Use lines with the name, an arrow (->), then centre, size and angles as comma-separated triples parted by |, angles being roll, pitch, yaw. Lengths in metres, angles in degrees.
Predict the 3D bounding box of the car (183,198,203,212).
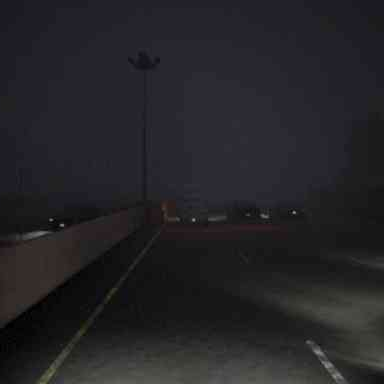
car -> 0.099, 1.373, 35.490 | 1.895, 1.301, 4.718 | 0, 0, 0

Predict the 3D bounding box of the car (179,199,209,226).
car -> 0.101, 1.386, 21.777 | 1.812, 1.442, 4.674 | 0, 0, 0

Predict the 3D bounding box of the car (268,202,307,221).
car -> 7.099, 1.403, 25.066 | 1.994, 1.385, 4.181 | 0, 0, 0

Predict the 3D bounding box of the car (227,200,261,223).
car -> 3.599, 1.325, 23.773 | 1.882, 1.535, 5.008 | 0, 0, 0
